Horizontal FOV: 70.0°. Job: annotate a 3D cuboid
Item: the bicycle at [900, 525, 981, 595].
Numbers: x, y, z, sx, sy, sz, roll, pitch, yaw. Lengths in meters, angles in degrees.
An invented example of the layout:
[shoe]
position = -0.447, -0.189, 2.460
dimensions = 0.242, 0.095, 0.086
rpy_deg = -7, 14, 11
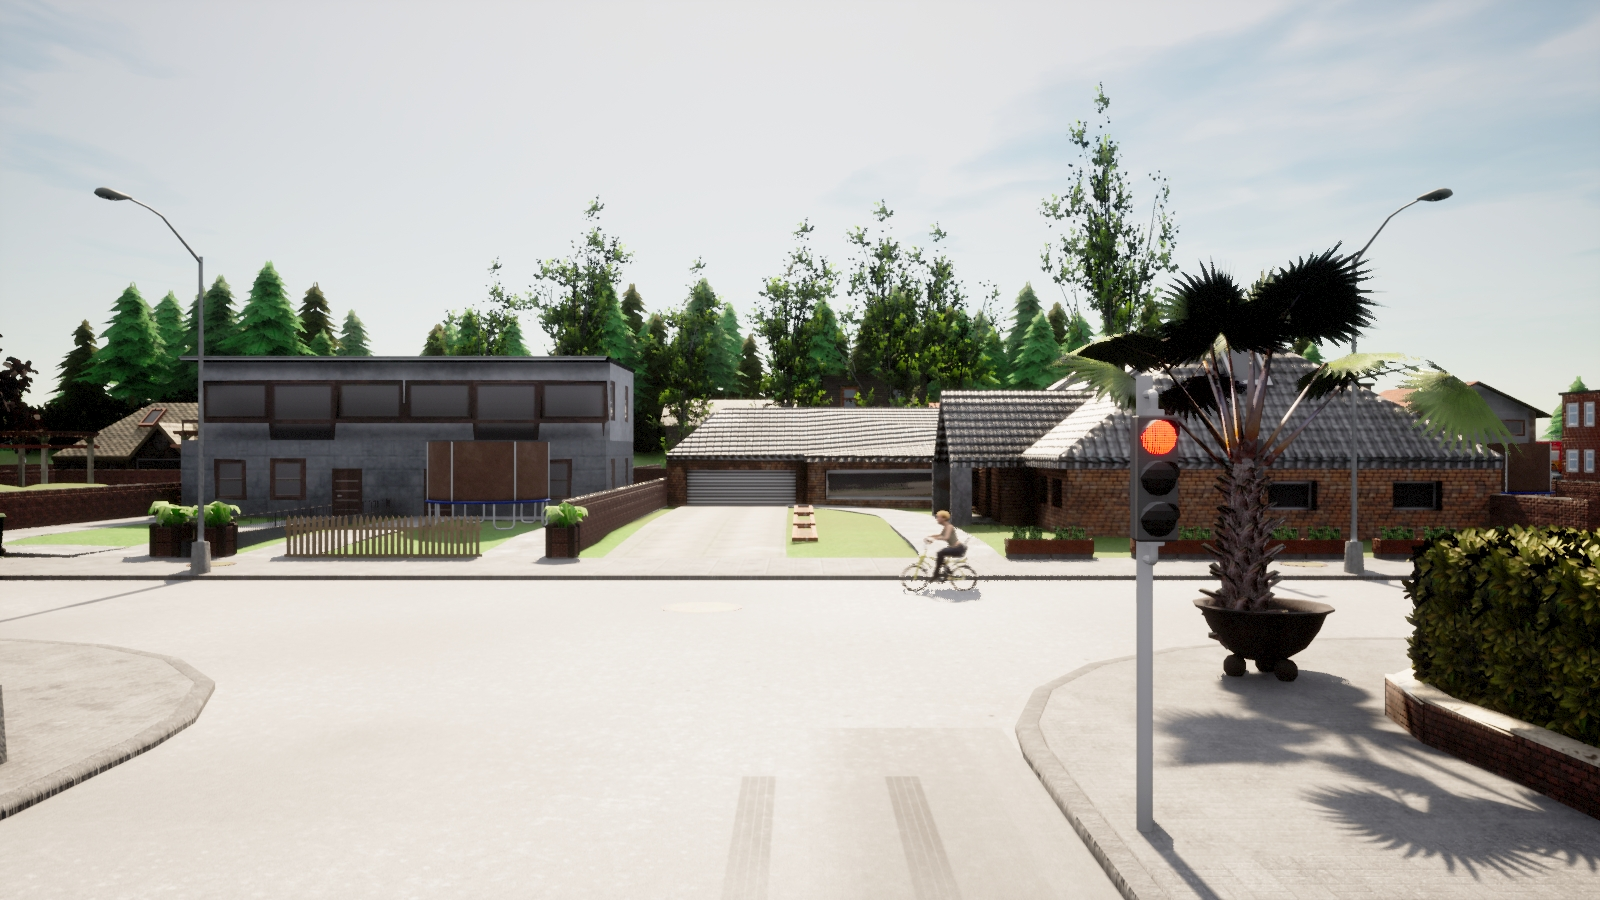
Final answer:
[bicycle]
position = 2.737, 2.149, 22.444
dimensions = 1.487, 1.276, 0.859
rpy_deg = 0, 0, 0
